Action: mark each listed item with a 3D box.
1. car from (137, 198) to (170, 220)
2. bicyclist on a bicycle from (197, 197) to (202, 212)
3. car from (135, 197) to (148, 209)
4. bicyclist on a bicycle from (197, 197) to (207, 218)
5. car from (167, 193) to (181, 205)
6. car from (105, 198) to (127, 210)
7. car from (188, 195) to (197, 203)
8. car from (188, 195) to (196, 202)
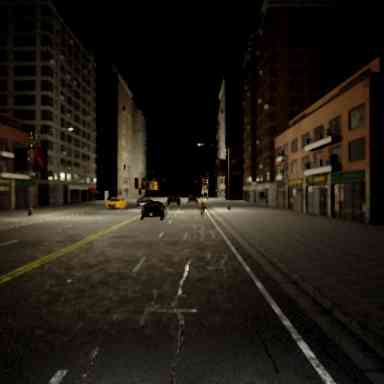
[{"bbox_3d":[-3.147,1.523,27.974,1.812,1.442,4.674,0,0,0],"label":"car"},{"bbox_3d":[0.897,1.450,39.293,0.582,1.620,1.656,0,0,0],"label":"bicyclist on a bicycle"},{"bbox_3d":[-6.566,1.491,45.784,2.128,1.511,4.902,0,0,0],"label":"car"},{"bbox_3d":[0.900,1.434,28.977,0.866,1.612,1.509,0,0,0],"label":"bicyclist on a bicycle"},{"bbox_3d":[-3.143,1.218,58.168,2.150,2.045,5.566,0,0,0],"label":"car"},{"bbox_3d":[-9.821,1.475,43.221,1.882,1.535,5.008,0,0,0],"label":"car"},{"bbox_3d":[0.074,1.490,69.235,2.128,1.511,4.902,0,0,0],"label":"car"},{"bbox_3d":[0.009,1.527,79.607,1.812,1.442,4.674,0,0,0],"label":"car"}]
